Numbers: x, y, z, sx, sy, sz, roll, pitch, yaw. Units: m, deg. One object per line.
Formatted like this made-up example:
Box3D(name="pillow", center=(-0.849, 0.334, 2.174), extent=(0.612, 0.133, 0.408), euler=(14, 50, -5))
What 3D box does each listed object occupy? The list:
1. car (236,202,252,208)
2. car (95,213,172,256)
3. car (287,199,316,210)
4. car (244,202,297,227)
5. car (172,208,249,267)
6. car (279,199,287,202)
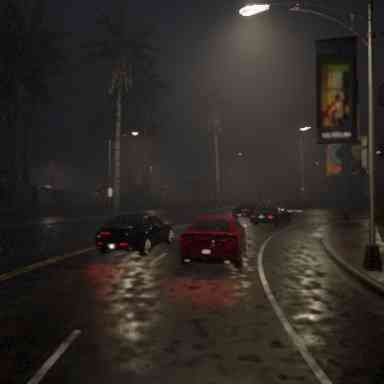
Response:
Box3D(name="car", center=(5.412, 1.722, 30.328), extent=(1.837, 1.490, 4.892), euler=(-1, -1, 33))
Box3D(name="car", center=(-2.179, 1.620, 13.853), extent=(1.837, 1.490, 4.892), euler=(0, 0, 14))
Box3D(name="car", center=(16.048, 1.884, 47.846), extent=(4.181, 1.385, 1.994), euler=(0, -1, -40))
Box3D(name="car", center=(5.939, 1.720, 24.597), extent=(2.033, 1.411, 5.357), euler=(0, 0, 30))
Box3D(name="car", center=(0.905, 1.567, 11.877), extent=(1.882, 1.535, 5.008), euler=(0, -1, 12))
Box3D(name="car", center=(14.478, 1.842, 51.104), extent=(4.902, 1.511, 2.128), euler=(0, -1, -39))
